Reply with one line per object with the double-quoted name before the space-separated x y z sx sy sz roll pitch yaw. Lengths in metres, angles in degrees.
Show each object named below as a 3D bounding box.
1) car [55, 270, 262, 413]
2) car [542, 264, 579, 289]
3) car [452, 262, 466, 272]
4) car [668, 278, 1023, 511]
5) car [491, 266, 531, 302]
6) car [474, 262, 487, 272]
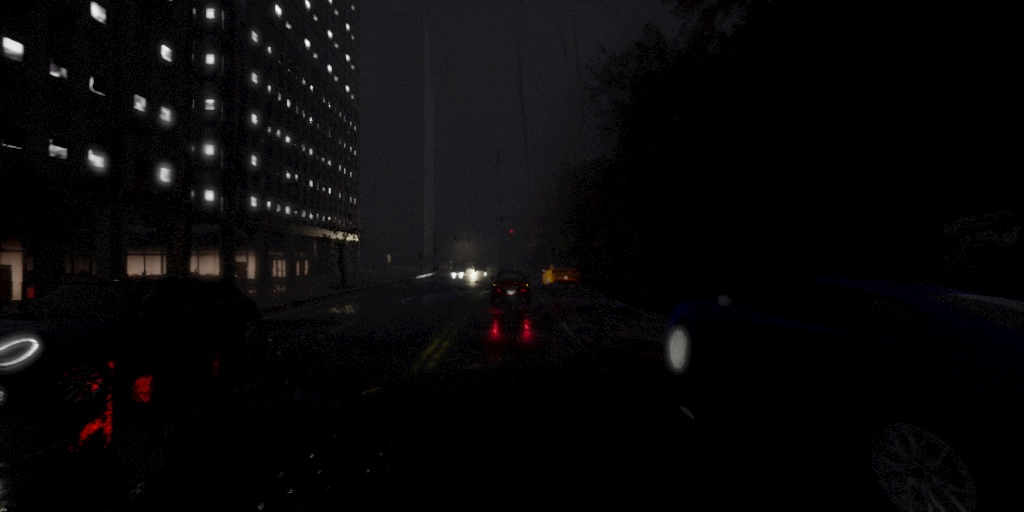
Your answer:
"car" -6.624 1.140 6.068 2.097 1.767 4.553 0 0 0
"car" 3.116 1.303 23.652 1.882 1.535 5.008 2 -4 -1
"car" -8.052 1.732 54.933 2.128 1.511 4.902 0 -1 -3
"car" 3.382 0.973 3.564 1.882 1.535 5.008 8 0 0
"car" -0.069 1.412 17.726 1.812 1.442 4.674 0 -1 -1
"car" -4.785 1.687 54.640 1.882 1.535 5.008 0 -1 -3
